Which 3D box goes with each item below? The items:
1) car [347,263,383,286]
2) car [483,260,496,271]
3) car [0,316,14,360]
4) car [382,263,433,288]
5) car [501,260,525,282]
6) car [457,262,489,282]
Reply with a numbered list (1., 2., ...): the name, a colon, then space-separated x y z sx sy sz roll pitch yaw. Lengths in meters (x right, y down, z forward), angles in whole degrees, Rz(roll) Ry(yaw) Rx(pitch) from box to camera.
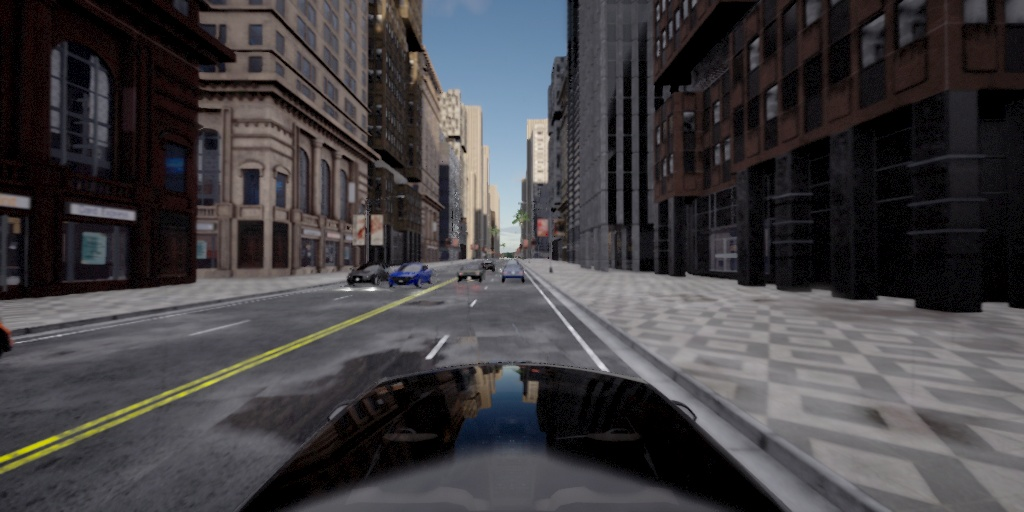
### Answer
1. car: -9.811 1.256 25.223 1.837 1.490 4.892 0 -1 0
2. car: -3.152 1.247 47.937 1.837 1.490 4.892 0 1 0
3. car: -9.839 1.102 4.260 2.097 1.767 4.553 0 0 0
4. car: -6.572 1.227 23.746 1.882 1.535 5.008 0 0 0
5. car: 0.093 1.296 29.160 2.033 1.411 5.357 0 0 0
6. car: -3.152 1.350 28.760 1.895 1.301 4.718 0 0 0
